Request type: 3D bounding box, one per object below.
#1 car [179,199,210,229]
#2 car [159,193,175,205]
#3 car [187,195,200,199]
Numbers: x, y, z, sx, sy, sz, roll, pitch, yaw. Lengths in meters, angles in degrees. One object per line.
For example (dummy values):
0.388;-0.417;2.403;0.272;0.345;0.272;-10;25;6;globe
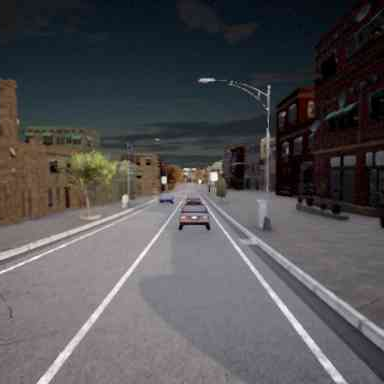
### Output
0.137;1.419;20.674;2.033;1.411;5.357;0;1;0;car
-3.483;0.896;46.264;1.882;1.535;5.008;0;1;0;car
0.190;1.091;42.988;1.895;1.301;4.718;0;1;0;car
